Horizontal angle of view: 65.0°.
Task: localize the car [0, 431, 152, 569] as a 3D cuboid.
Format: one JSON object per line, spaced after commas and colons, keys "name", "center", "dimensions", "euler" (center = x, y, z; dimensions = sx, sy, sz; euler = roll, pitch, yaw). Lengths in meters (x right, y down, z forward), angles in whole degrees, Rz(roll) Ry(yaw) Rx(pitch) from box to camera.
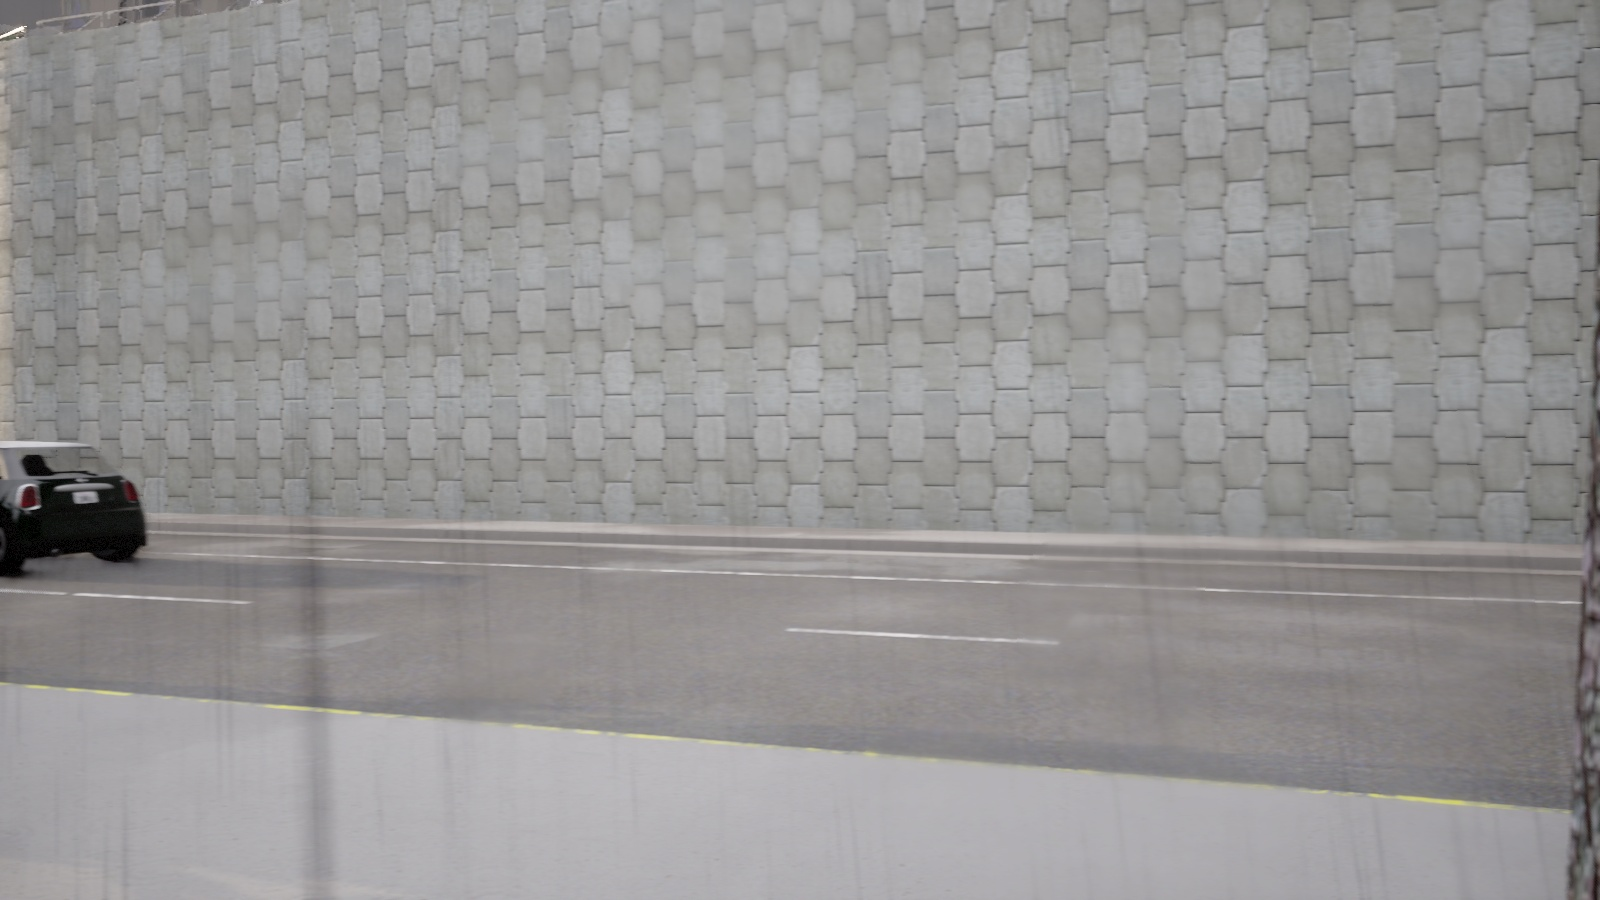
{"name": "car", "center": [-10.032, 0.514, 15.004], "dimensions": [3.806, 1.475, 1.970], "euler": [1, 1, 19]}
